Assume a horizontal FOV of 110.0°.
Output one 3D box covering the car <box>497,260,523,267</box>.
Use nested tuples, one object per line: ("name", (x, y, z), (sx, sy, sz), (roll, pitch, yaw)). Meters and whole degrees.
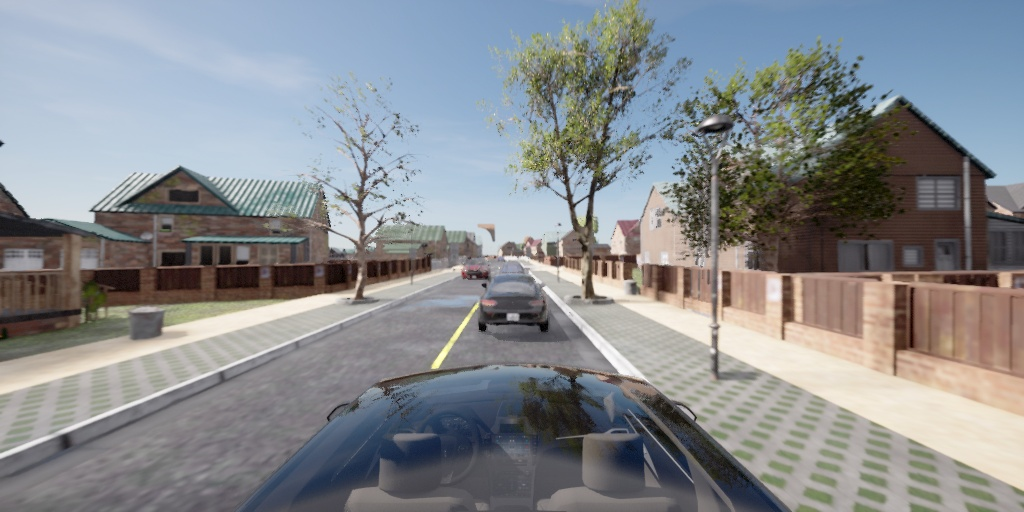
("car", (0.030, 1.195, 24.803), (2.033, 1.411, 5.357), (0, 0, 0))

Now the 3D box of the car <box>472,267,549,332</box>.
("car", (0.044, 1.236, 10.616), (1.812, 1.442, 4.674), (0, 0, 1))

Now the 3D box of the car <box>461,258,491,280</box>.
("car", (-2.835, 0.978, 29.234), (2.097, 1.767, 4.553), (0, 0, 0))
